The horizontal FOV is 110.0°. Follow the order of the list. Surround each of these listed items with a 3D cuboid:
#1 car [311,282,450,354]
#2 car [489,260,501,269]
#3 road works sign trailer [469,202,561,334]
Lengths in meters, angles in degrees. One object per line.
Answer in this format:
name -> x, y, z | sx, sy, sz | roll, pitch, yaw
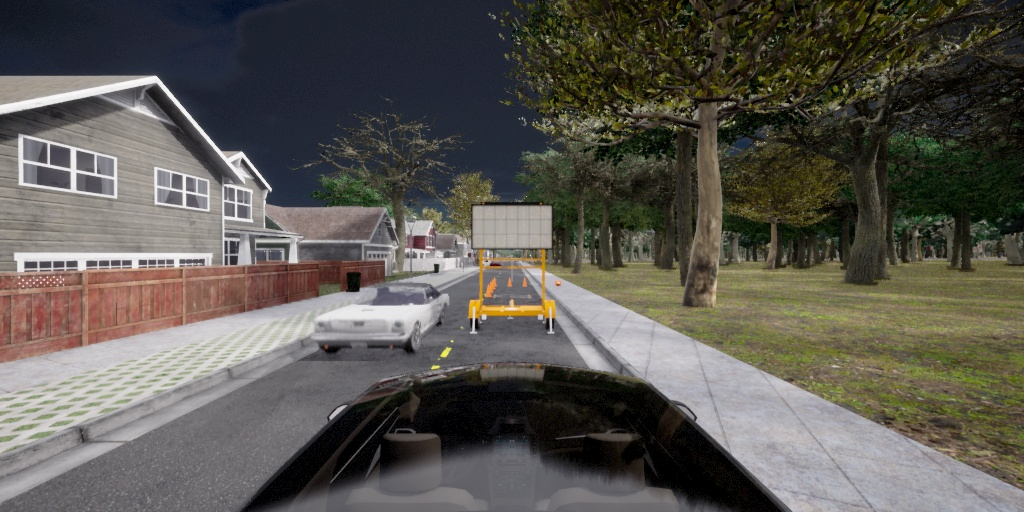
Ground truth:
car -> -2.844, 1.350, 8.855 | 1.895, 1.301, 4.718 | 0, 0, 0
car -> -2.718, 1.375, 58.824 | 1.895, 1.301, 4.718 | 0, 0, 0
road works sign trailer -> 0.008, 0.214, 10.633 | 2.380, 3.560, 2.880 | 0, 0, 0
